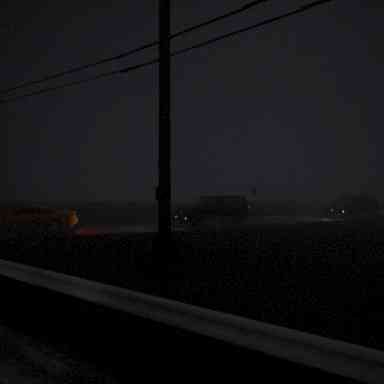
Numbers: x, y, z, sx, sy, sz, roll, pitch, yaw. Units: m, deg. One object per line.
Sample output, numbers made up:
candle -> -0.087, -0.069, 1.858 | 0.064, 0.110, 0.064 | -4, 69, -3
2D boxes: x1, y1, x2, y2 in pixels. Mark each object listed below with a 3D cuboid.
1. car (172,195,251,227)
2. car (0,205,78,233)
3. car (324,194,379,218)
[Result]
car -> 1.416, 1.227, 22.850 | 5.566, 2.045, 2.150 | 0, 0, -28
car -> -9.166, 1.487, 18.957 | 5.008, 1.535, 1.882 | 0, 0, -14
car -> 14.523, 1.224, 30.117 | 5.566, 2.045, 2.150 | 0, 0, -29
